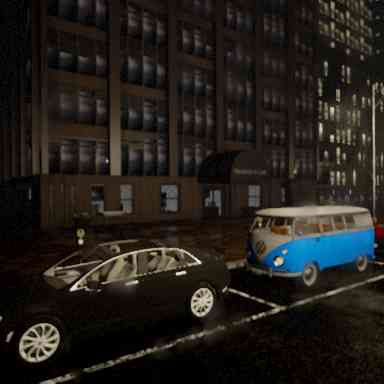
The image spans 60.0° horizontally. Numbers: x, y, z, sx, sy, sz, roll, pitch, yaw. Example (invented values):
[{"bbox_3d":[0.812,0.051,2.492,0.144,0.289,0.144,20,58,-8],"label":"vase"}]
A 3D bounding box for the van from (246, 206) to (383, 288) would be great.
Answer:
[{"bbox_3d":[3.187,1.289,8.824,3.998,1.788,1.690,0,0,-35],"label":"van"}]

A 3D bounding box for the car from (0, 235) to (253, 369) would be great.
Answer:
[{"bbox_3d":[-1.311,1.537,5.624,4.403,1.369,2.008,0,0,-35],"label":"car"}]
